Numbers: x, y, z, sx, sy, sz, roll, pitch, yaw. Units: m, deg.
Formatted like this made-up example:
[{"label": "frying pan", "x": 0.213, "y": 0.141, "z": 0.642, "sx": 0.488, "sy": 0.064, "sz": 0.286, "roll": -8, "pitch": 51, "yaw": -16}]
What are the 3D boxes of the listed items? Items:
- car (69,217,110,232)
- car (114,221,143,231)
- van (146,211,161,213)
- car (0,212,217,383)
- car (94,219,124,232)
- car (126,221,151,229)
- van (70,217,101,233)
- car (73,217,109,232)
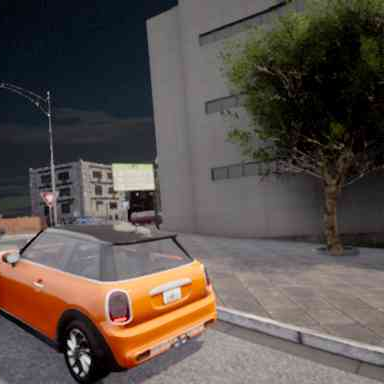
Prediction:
[{"label": "car", "x": -12.336, "y": 3.918, "z": 40.315, "sx": 1.882, "sy": 1.535, "sz": 5.008, "roll": -7, "pitch": -6, "yaw": 24}, {"label": "car", "x": -11.645, "y": 6.256, "z": 61.035, "sx": 4.792, "sy": 1.488, "sz": 2.163, "roll": -7, "pitch": -8, "yaw": 23}, {"label": "van", "x": -5.779, "y": 3.536, "z": 43.630, "sx": 4.442, "sy": 1.987, "sz": 1.878, "roll": -7, "pitch": -7, "yaw": 23}, {"label": "car", "x": -1.854, "y": 1.315, "z": 5.658, "sx": 4.553, "sy": 1.767, "sz": 2.097, "roll": 1, "pitch": 1, "yaw": 41}, {"label": "car", "x": -13.923, "y": 5.602, "z": 55.838, "sx": 4.553, "sy": 1.767, "sz": 2.185, "roll": -7, "pitch": -7, "yaw": 23}, {"label": "car", "x": -8.921, "y": 5.537, "z": 55.890, "sx": 1.895, "sy": 1.301, "sz": 4.718, "roll": -7, "pitch": -8, "yaw": 23}, {"label": "van", "x": -16.277, "y": 5.058, "z": 50.820, "sx": 4.442, "sy": 1.987, "sz": 1.878, "roll": -7, "pitch": -7, "yaw": 23}, {"label": "car", "x": -13.646, "y": 4.358, "z": 45.113, "sx": 2.097, "sy": 1.767, "sz": 4.553, "roll": -7, "pitch": -6, "yaw": 23}]
